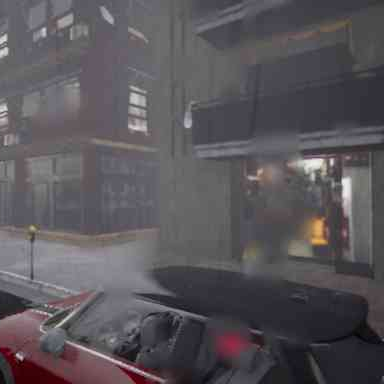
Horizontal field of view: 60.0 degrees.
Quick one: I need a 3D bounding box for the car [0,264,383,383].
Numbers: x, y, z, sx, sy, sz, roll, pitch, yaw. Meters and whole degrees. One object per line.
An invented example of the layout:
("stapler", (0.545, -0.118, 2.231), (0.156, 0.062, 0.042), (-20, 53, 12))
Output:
("car", (-0.277, 1.438, 3.083), (4.097, 1.590, 1.967), (0, 0, 36))
